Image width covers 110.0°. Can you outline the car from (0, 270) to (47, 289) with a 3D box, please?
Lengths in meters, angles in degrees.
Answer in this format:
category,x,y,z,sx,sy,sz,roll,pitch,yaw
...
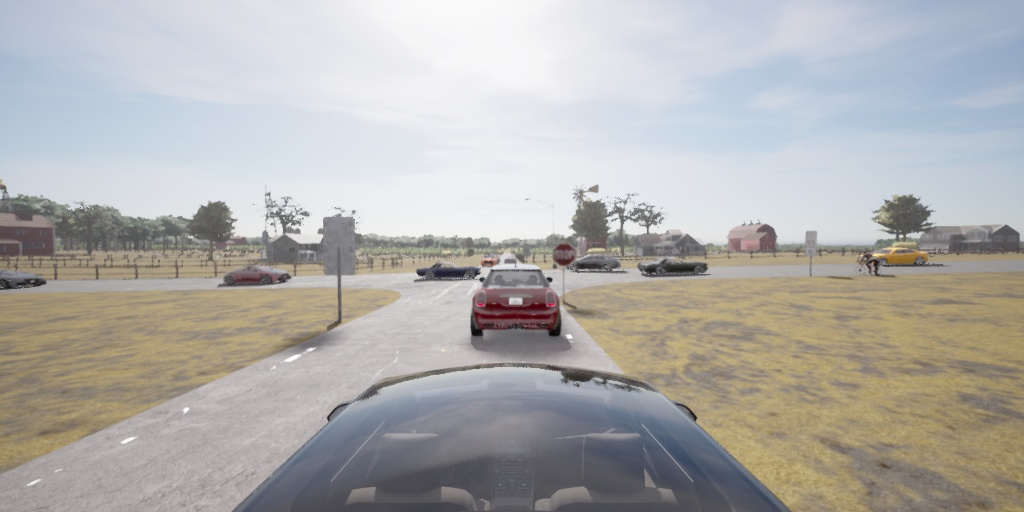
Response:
category,x,y,z,sx,sy,sz,roll,pitch,yaw
car,-37.649,1.726,26.657,4.181,1.385,1.994,-1,2,0

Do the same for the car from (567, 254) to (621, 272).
category,x,y,z,sx,sy,sz,roll,pitch,yaw
car,7.056,0.605,31.665,4.902,1.511,2.128,-1,2,19

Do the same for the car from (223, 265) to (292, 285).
category,x,y,z,sx,sy,sz,roll,pitch,yaw
car,-18.904,1.383,26.721,4.181,1.385,1.994,-1,2,0

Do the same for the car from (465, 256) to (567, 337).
category,x,y,z,sx,sy,sz,roll,pitch,yaw
car,0.110,0.995,10.094,2.097,1.767,4.553,0,1,1

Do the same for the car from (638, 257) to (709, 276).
category,x,y,z,sx,sy,sz,roll,pitch,yaw
car,12.119,0.755,26.987,4.718,1.301,1.895,-1,2,-2

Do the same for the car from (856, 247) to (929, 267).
category,x,y,z,sx,sy,sz,roll,pitch,yaw
car,32.337,0.050,30.602,5.008,1.535,1.882,-1,2,0

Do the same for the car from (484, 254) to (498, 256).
category,x,y,z,sx,sy,sz,roll,pitch,yaw
car,-3.119,0.527,49.068,2.097,1.767,4.553,0,1,-1

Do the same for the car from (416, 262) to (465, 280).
category,x,y,z,sx,sy,sz,roll,pitch,yaw
car,-4.604,1.089,26.809,4.718,1.301,1.895,-1,0,0

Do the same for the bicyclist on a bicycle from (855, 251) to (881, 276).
category,x,y,z,sx,sy,sz,roll,pitch,yaw
bicyclist on a bicycle,22.794,0.480,22.979,0.582,1.620,1.656,-1,0,0
